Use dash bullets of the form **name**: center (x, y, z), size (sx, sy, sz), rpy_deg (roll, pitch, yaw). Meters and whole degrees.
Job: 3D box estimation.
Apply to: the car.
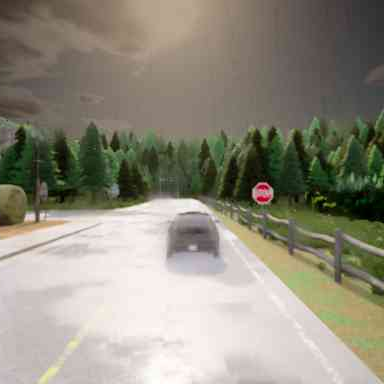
- **car**: center (0.046, 1.508, 12.907), size (1.837, 1.490, 4.892), rpy_deg (0, 0, 0)
